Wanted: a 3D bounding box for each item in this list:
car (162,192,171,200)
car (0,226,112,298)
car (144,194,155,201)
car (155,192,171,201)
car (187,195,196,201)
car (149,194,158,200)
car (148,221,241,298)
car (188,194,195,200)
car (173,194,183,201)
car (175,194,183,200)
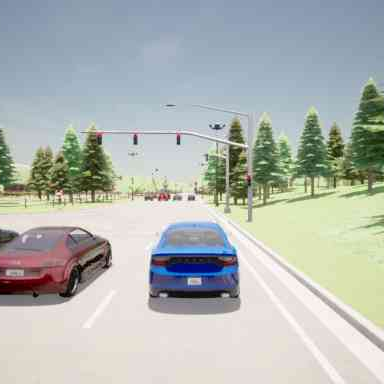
[{"bbox_3d":[-7.158,1.057,92.891,2.150,2.045,5.566,0,0,0],"label":"car"},{"bbox_3d":[-3.451,1.564,8.578,1.994,1.385,4.181,0,0,1],"label":"car"},{"bbox_3d":[-10.640,1.491,82.435,1.837,1.490,4.892,0,0,0],"label":"car"},{"bbox_3d":[-7.141,1.217,82.471,2.150,2.045,5.566,0,0,0],"label":"car"},{"bbox_3d":[-0.140,1.469,82.453,1.882,1.535,5.008,0,0,0],"label":"car"},{"bbox_3d":[-10.658,1.332,92.855,1.837,1.490,4.892,0,0,0],"label":"car"},{"bbox_3d":[0.055,1.478,8.550,1.882,1.535,5.008,0,0,0],"label":"car"},{"bbox_3d":[-0.158,1.385,92.873,1.994,1.385,4.181,0,0,0],"label":"car"},{"bbox_3d":[-3.641,1.346,82.800,2.097,1.767,4.553,0,0,0],"label":"car"},{"bbox_3d":[-3.658,1.385,92.867,1.994,1.385,4.181,0,0,0],"label":"car"}]
